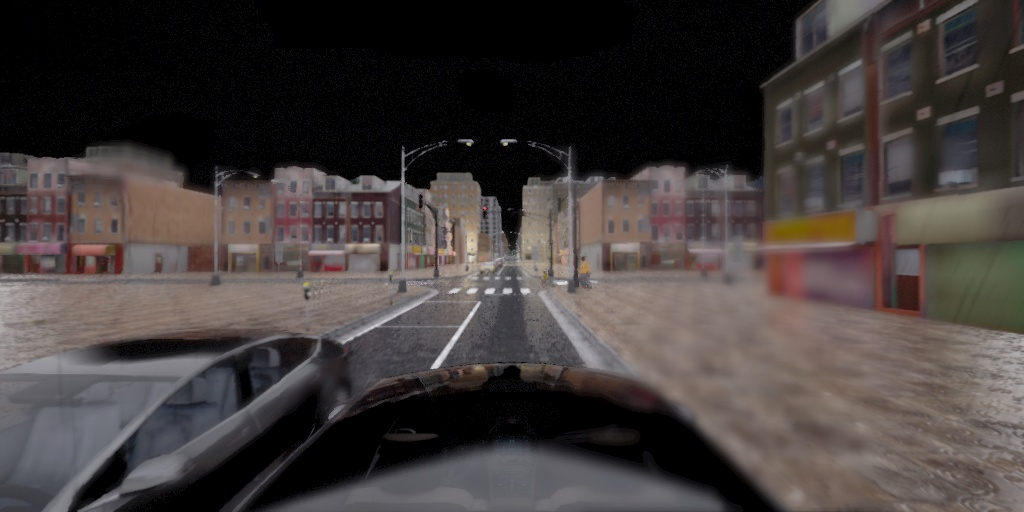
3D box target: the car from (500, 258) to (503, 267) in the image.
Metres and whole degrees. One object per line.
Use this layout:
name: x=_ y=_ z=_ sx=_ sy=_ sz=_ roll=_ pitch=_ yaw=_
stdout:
car: x=-2.656 y=1.345 z=51.379 sx=1.802 sy=1.307 sz=4.207 roll=0 pitch=0 yaw=0

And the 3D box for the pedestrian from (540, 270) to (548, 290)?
pedestrian: x=1.832 y=1.322 z=19.906 sx=0.500 sy=1.100 sz=0.500 roll=0 pitch=0 yaw=0

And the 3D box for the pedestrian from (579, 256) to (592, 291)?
pedestrian: x=3.835 y=0.885 z=18.708 sx=0.375 sy=1.860 sz=0.375 roll=0 pitch=0 yaw=0

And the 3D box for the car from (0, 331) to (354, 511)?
car: x=-2.638 y=1.315 z=2.400 sx=1.948 sy=1.339 sz=4.313 roll=0 pitch=0 yaw=0

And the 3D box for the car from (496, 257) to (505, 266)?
car: x=-2.660 y=1.224 z=62.589 sx=1.967 sy=1.591 sz=4.097 roll=0 pitch=0 yaw=0

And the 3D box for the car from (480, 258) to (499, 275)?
car: x=-2.651 y=1.275 z=39.999 sx=1.751 sy=1.417 sz=4.829 roll=0 pitch=0 yaw=0

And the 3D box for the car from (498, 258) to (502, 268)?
car: x=-2.654 y=1.301 z=45.774 sx=1.888 sy=1.381 sz=4.507 roll=0 pitch=0 yaw=0
